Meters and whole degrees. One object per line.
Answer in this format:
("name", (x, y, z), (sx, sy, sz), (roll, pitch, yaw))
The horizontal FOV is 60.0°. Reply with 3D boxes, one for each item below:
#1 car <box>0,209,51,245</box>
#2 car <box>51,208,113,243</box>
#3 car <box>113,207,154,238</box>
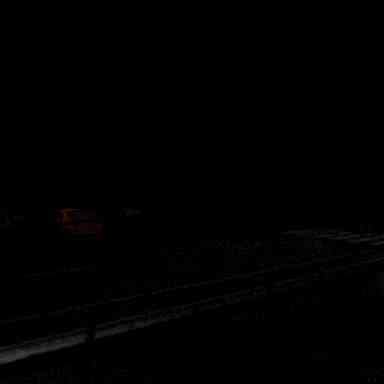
("car", (-8.344, 1.550, 15.286), (2.231, 1.521, 4.892), (0, 0, -35))
("car", (-6.093, 1.565, 16.871), (2.097, 1.535, 5.008), (0, 0, -35))
("car", (-3.847, 1.579, 18.467), (2.231, 1.521, 4.892), (0, 0, -35))
